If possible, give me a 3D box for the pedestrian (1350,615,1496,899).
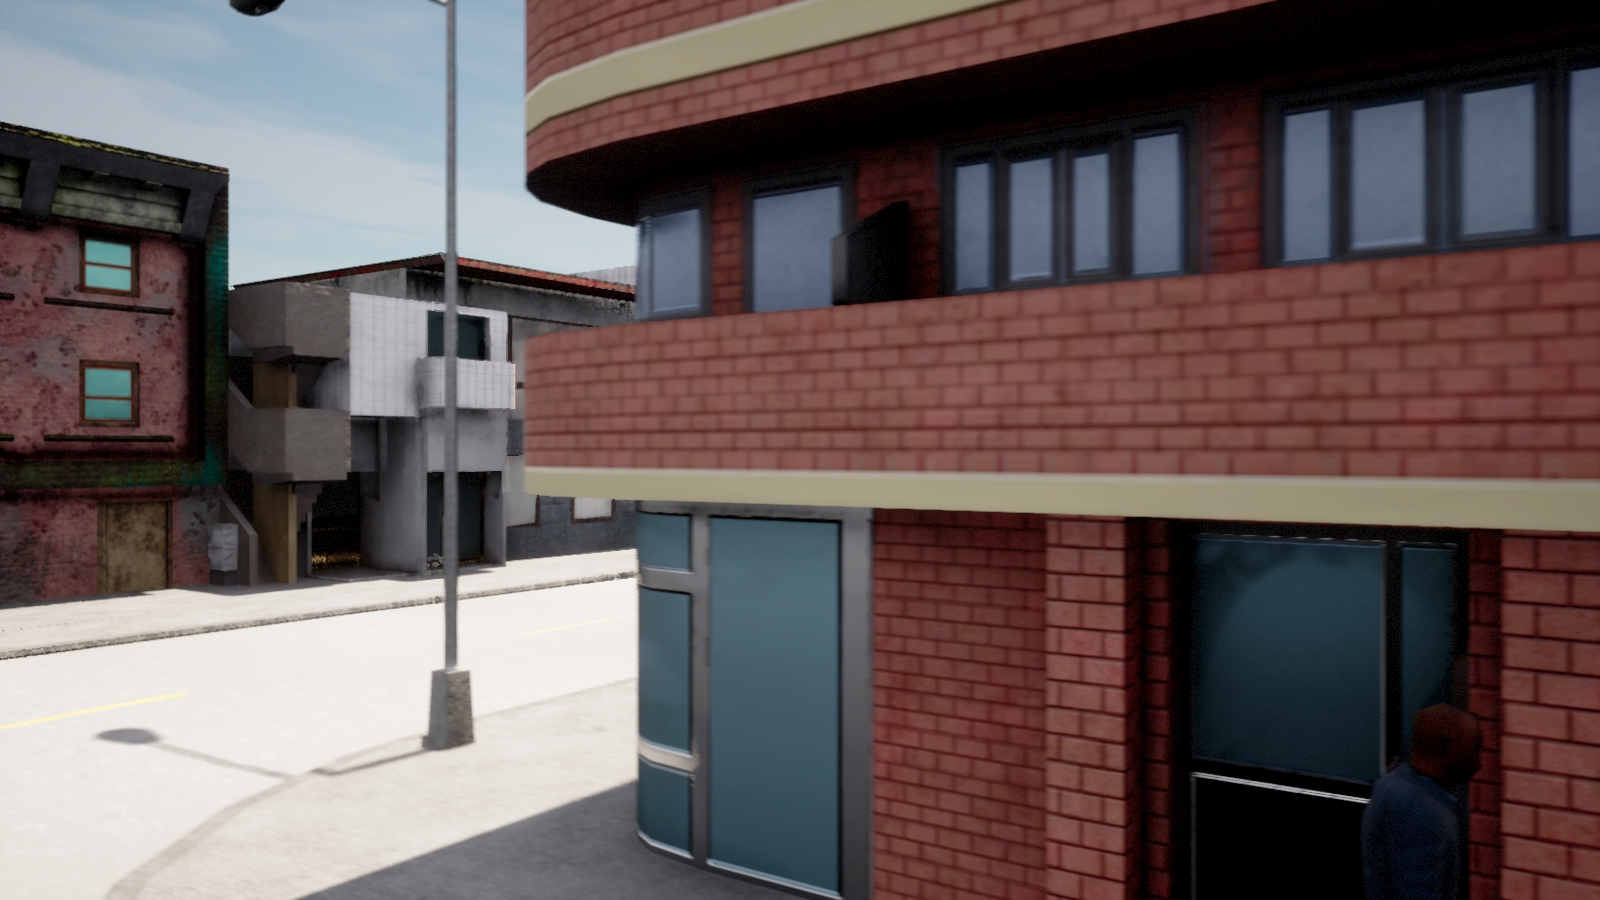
[{"bbox_3d":[2.111,1.526,3.899,0.375,1.860,0.375,0,0,18],"label":"pedestrian"}]
